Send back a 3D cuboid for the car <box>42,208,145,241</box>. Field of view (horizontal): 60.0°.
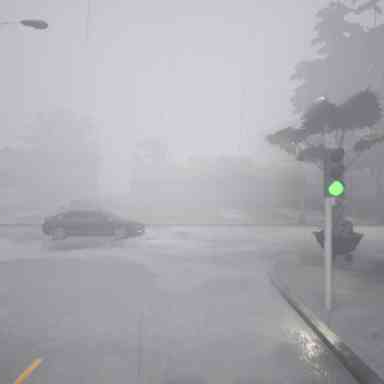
[{"bbox_3d":[-4.754,1.557,16.325,4.892,1.490,1.837,0,0,0],"label":"car"}]
